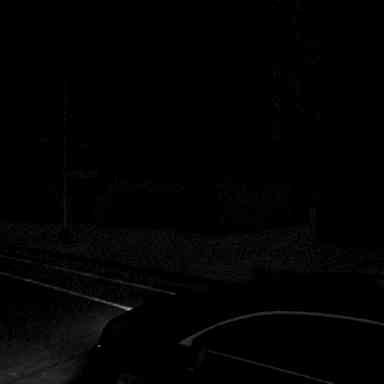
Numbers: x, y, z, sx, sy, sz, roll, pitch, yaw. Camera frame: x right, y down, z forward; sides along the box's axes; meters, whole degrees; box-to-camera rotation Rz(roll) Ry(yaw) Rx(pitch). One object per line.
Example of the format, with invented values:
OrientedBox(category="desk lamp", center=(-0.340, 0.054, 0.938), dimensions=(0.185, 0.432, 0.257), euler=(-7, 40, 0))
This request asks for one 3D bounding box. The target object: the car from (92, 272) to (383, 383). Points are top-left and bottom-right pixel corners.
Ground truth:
OrientedBox(category="car", center=(1.188, 1.504, 2.835), dimensions=(4.892, 1.490, 1.837), euler=(0, 0, 35))
